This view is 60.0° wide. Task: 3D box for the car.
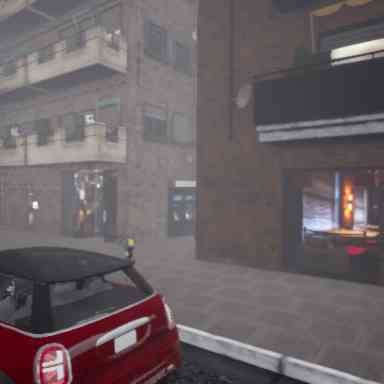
[{"bbox_3d":[-2.210,1.438,4.290,4.097,1.590,1.967,0,1,36],"label":"car"}]
